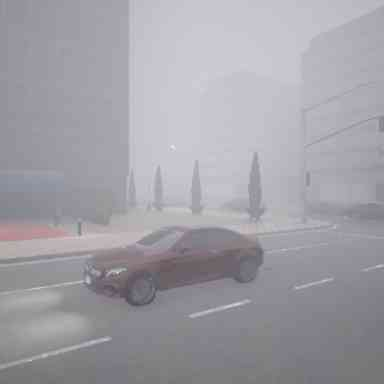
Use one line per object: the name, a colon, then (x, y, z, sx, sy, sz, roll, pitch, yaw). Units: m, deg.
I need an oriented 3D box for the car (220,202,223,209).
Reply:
car: (5.506, 1.564, 42.291, 1.994, 1.385, 4.181, 0, 0, -35)

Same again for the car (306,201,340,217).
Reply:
car: (12.793, 1.564, 31.985, 1.994, 1.385, 4.181, 0, 0, -36)

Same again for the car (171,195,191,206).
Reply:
car: (-2.660, 1.354, 54.010, 2.097, 1.767, 4.553, 0, 0, -35)

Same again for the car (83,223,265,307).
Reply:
car: (-0.211, 1.526, 8.118, 4.674, 1.442, 1.812, 0, 0, -35)

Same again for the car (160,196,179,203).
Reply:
car: (-4.736, 1.600, 69.582, 1.895, 1.301, 4.718, 0, 0, -34)

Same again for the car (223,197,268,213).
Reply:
car: (5.923, 1.352, 35.577, 2.097, 1.767, 4.553, 0, 0, -35)

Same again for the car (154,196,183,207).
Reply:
car: (-3.766, 1.601, 49.468, 1.895, 1.301, 4.718, 0, 0, -35)

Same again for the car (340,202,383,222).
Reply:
car: (13.816, 1.507, 24.274, 1.837, 1.490, 4.892, 0, -1, -35)

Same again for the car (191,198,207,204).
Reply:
car: (0.921, 1.564, 61.417, 1.994, 1.385, 4.181, 0, 0, -34)
